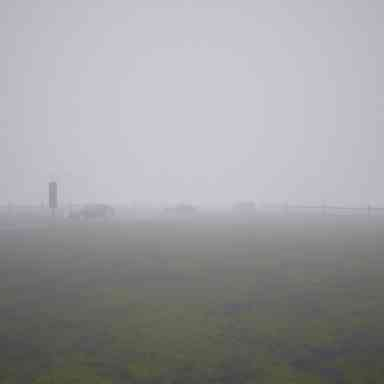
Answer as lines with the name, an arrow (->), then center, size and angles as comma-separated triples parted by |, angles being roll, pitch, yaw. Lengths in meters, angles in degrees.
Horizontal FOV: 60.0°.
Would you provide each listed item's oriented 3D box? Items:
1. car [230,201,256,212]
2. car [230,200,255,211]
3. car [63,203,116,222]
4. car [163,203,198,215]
car -> 7.337, 2.083, 47.650 | 2.033, 1.411, 5.357 | -1, -1, 35
car -> 8.267, 2.158, 53.906 | 1.882, 1.535, 5.008 | -1, -1, 35
car -> -9.042, 1.777, 29.591 | 2.128, 1.511, 4.902 | -1, -1, 35
car -> -1.366, 2.053, 40.441 | 1.895, 1.301, 4.718 | -1, -1, 35
